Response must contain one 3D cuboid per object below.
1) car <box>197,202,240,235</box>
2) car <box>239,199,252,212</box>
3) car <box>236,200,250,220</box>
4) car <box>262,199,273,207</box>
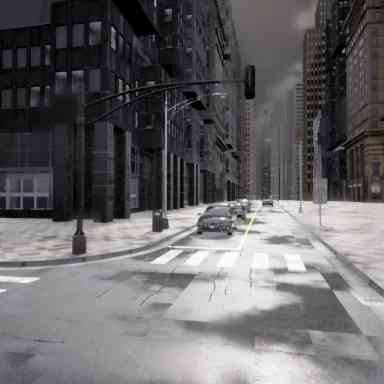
[{"bbox_3d":[1.527,1.545,19.155,1.837,1.490,4.892,0,0,12],"label":"car"},{"bbox_3d":[5.932,1.610,38.893,2.128,1.511,4.902,0,0,13],"label":"car"},{"bbox_3d":[3.674,1.637,28.878,1.994,1.385,4.181,0,0,13],"label":"car"},{"bbox_3d":[13.088,1.838,57.545,1.895,1.301,4.718,0,-1,12],"label":"car"}]
